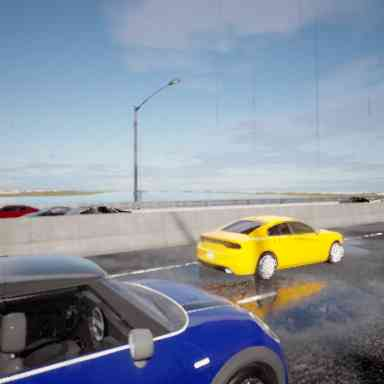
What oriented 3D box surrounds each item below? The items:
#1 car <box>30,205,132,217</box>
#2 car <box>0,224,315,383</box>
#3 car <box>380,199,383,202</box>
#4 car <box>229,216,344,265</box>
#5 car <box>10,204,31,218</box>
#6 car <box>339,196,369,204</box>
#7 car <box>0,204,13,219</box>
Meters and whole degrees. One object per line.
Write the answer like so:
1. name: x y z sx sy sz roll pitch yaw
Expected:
1. car: -5.430 1.476 17.300 4.892 1.490 1.837 0 0 -35
2. car: -1.267 1.349 2.835 4.553 1.767 2.097 0 0 -35
3. car: 26.820 1.273 44.066 4.892 1.490 1.837 0 0 -34
4. car: 2.478 1.440 9.792 5.008 1.535 1.882 0 0 -35
5. car: -8.121 1.539 19.681 4.181 1.385 1.994 0 0 -35
6. car: 21.876 1.263 44.928 5.008 1.535 1.882 0 0 -34
7. car: -11.772 1.509 21.381 4.674 1.442 1.812 0 0 -35
